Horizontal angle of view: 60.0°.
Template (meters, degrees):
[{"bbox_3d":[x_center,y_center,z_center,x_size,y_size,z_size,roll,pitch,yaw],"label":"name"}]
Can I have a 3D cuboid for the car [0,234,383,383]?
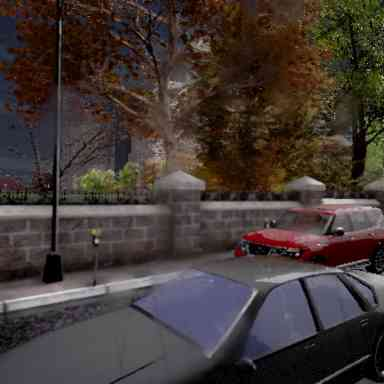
[{"bbox_3d":[0.702,1.548,3.881,5.357,1.411,2.033,0,0,-35],"label":"car"}]

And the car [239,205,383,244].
[{"bbox_3d":[3.479,1.319,9.020,5.009,1.841,2.192,0,1,-35],"label":"car"}]
